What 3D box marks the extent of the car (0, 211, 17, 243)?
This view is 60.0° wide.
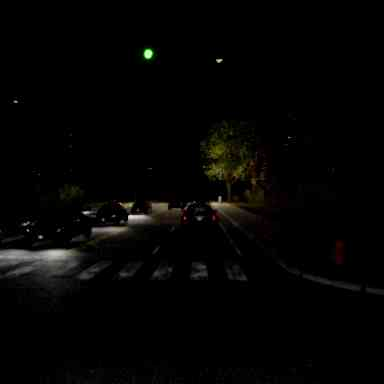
[{"bbox_3d":[-9.563,1.659,16.724,2.033,1.411,5.357,0,0,2],"label":"car"}]

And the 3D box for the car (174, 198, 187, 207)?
[{"bbox_3d":[-1.958,1.774,57.054,1.882,1.535,5.008,0,0,1],"label":"car"}]

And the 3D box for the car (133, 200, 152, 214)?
[{"bbox_3d":[-5.746,1.707,38.328,2.128,1.511,4.902,0,0,2],"label":"car"}]

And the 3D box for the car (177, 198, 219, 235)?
[{"bbox_3d":[0.456,1.468,19.896,2.097,1.767,4.553,0,0,1],"label":"car"}]

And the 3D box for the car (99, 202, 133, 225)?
[{"bbox_3d":[-6.096,1.678,25.409,1.812,1.442,4.674,0,0,2],"label":"car"}]

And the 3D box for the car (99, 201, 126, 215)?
[{"bbox_3d":[-9.021,1.783,37.966,1.994,1.385,4.181,0,0,2],"label":"car"}]

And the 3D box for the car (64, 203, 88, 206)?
[{"bbox_3d":[-9.324,1.666,26.212,1.837,1.490,4.892,0,0,2],"label":"car"}]

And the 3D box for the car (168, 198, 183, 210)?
[{"bbox_3d":[-2.213,1.605,46.992,2.097,1.767,4.553,0,0,1],"label":"car"}]

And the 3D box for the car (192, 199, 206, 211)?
[{"bbox_3d":[1.043,1.755,47.031,1.837,1.490,4.892,0,0,2],"label":"car"}]

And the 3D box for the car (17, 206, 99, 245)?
[{"bbox_3d":[-6.328,1.632,16.352,1.812,1.442,4.674,0,0,2],"label":"car"}]
